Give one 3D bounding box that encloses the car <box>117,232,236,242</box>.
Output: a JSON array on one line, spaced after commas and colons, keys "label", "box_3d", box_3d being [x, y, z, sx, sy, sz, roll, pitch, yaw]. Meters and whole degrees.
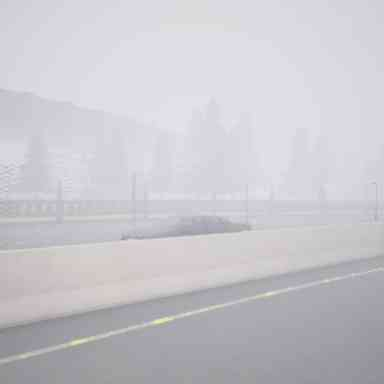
[{"label": "car", "box_3d": [-0.056, 1.533, 12.634, 5.357, 1.411, 2.033, 1, 0, -35]}]
